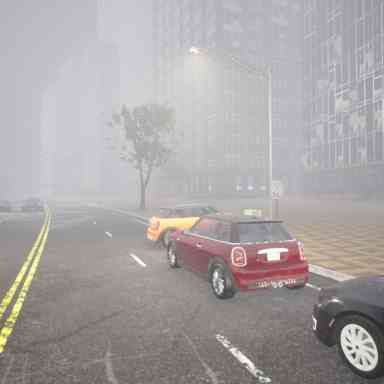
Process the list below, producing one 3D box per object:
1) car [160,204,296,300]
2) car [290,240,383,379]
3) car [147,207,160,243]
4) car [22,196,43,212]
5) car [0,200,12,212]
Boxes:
[{"bbox_3d":[0.887,1.355,8.831,2.097,1.767,4.553,0,0,-22],"label":"car"},{"bbox_3d":[3.620,1.505,3.359,1.837,1.490,4.892,0,0,-35],"label":"car"},{"bbox_3d":[0.391,1.276,14.409,4.553,1.767,2.097,-3,1,-18],"label":"car"},{"bbox_3d":[-18.816,1.393,39.379,2.097,1.767,4.553,0,0,-24],"label":"car"},{"bbox_3d":[-21.773,1.602,38.030,1.994,1.385,4.181,0,0,-24],"label":"car"}]
